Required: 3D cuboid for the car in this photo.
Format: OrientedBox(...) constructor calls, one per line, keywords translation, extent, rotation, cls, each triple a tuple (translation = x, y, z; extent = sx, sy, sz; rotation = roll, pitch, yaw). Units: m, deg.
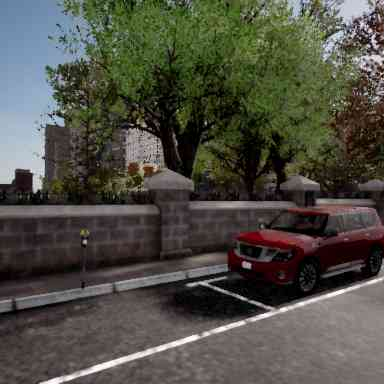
OrientedBox(translation=(3.267, 1.316, 8.867), extent=(5.009, 1.841, 2.192), rotation=(0, 1, -35), cls="car")
